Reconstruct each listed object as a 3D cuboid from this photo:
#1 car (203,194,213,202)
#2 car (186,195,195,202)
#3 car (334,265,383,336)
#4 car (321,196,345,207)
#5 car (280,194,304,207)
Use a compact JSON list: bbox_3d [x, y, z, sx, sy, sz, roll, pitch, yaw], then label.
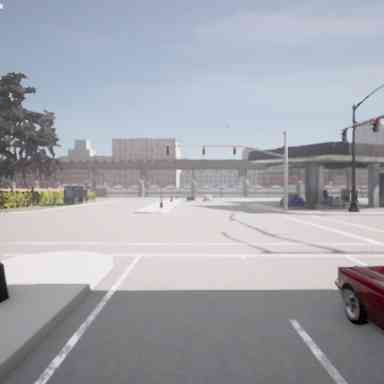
[{"bbox_3d":[3.252,1.199,68.326,1.812,1.442,4.674,0,0,0],"label":"car"},{"bbox_3d":[-0.248,1.222,68.313,2.033,1.411,5.357,0,0,0],"label":"car"},{"bbox_3d":[3.570,1.581,4.094,1.895,1.301,4.718,0,0,0],"label":"car"},{"bbox_3d":[18.795,1.248,44.469,1.970,1.475,3.806,0,0,0],"label":"car"},{"bbox_3d":[13.052,1.090,43.685,2.242,1.667,4.611,0,0,0],"label":"car"}]
